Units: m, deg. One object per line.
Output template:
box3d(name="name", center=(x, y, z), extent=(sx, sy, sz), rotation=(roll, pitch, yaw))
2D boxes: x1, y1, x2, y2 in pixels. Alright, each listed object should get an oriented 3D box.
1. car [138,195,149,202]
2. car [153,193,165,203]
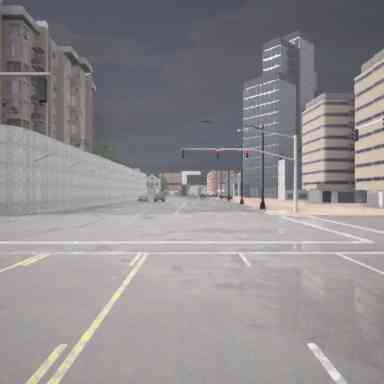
box3d(name="car", center=(-10.500, 1.484, 71.911), extent=(1.837, 1.490, 4.892), rotation=(0, 0, 0))
box3d(name="car", center=(-7.000, 1.209, 71.881), extent=(2.150, 2.045, 5.566), rotation=(0, 0, 0))
